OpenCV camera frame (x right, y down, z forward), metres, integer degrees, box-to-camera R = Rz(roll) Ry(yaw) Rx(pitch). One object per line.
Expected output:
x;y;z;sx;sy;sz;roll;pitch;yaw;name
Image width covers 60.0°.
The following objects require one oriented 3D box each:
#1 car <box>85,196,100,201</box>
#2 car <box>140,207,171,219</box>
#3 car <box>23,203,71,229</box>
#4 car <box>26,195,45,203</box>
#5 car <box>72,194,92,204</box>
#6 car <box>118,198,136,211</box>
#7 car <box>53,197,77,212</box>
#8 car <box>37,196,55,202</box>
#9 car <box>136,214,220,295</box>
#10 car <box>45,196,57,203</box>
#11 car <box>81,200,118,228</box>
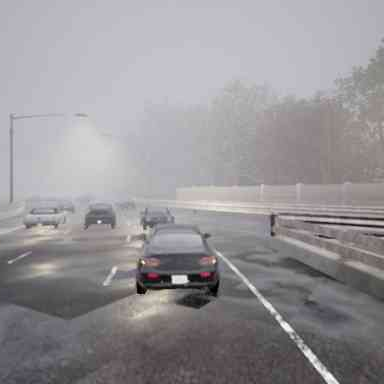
-11.446;1.604;39.825;1.812;1.442;4.674;0;0;-21;car
-2.401;1.641;21.828;1.895;1.301;4.718;0;0;-12;car
-9.564;1.647;22.034;1.895;1.301;4.718;0;0;-12;car
-32.345;1.359;67.990;2.097;1.767;4.553;0;0;-42;car
-20.918;1.347;64.565;2.150;2.045;5.566;0;0;-35;car
-8.494;1.581;42.218;1.837;1.490;4.892;0;0;-25;car
-15.026;1.645;39.315;1.994;1.385;4.181;0;0;-22;car
-36.039;1.713;81.983;5.357;1.411;2.033;0;0;42;car
-0.426;1.541;8.740;1.812;1.442;4.674;0;0;-5;car
-29.703;1.482;70.285;1.882;1.535;5.008;0;0;-42;car
-6.121;1.547;22.476;1.837;1.490;4.892;0;0;-12;car
